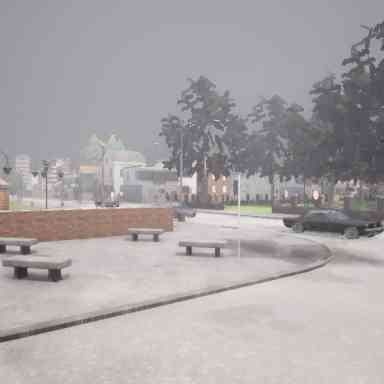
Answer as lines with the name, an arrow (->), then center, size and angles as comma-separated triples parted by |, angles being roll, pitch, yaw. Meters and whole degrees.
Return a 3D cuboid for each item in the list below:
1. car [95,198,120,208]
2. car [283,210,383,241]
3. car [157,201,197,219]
car -> -10.809, 1.414, 42.274 | 1.882, 1.535, 5.008 | 0, 0, -35
car -> 7.140, 1.601, 17.105 | 1.895, 1.301, 4.718 | 0, 0, -37
car -> -1.492, 1.525, 29.016 | 1.812, 1.442, 4.674 | 0, 0, -35
